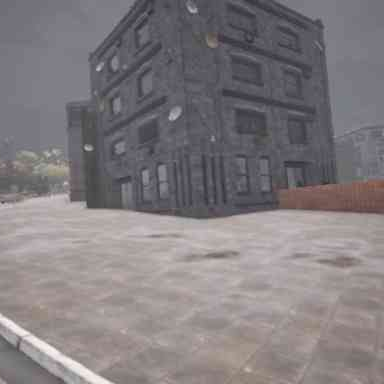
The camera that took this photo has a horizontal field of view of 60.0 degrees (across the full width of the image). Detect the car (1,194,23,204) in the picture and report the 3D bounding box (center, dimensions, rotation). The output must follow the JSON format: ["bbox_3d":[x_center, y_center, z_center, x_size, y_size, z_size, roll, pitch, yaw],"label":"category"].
[{"bbox_3d":[-29.239,1.096,54.107,1.837,1.490,4.892,-4,3,-4],"label":"car"}]
